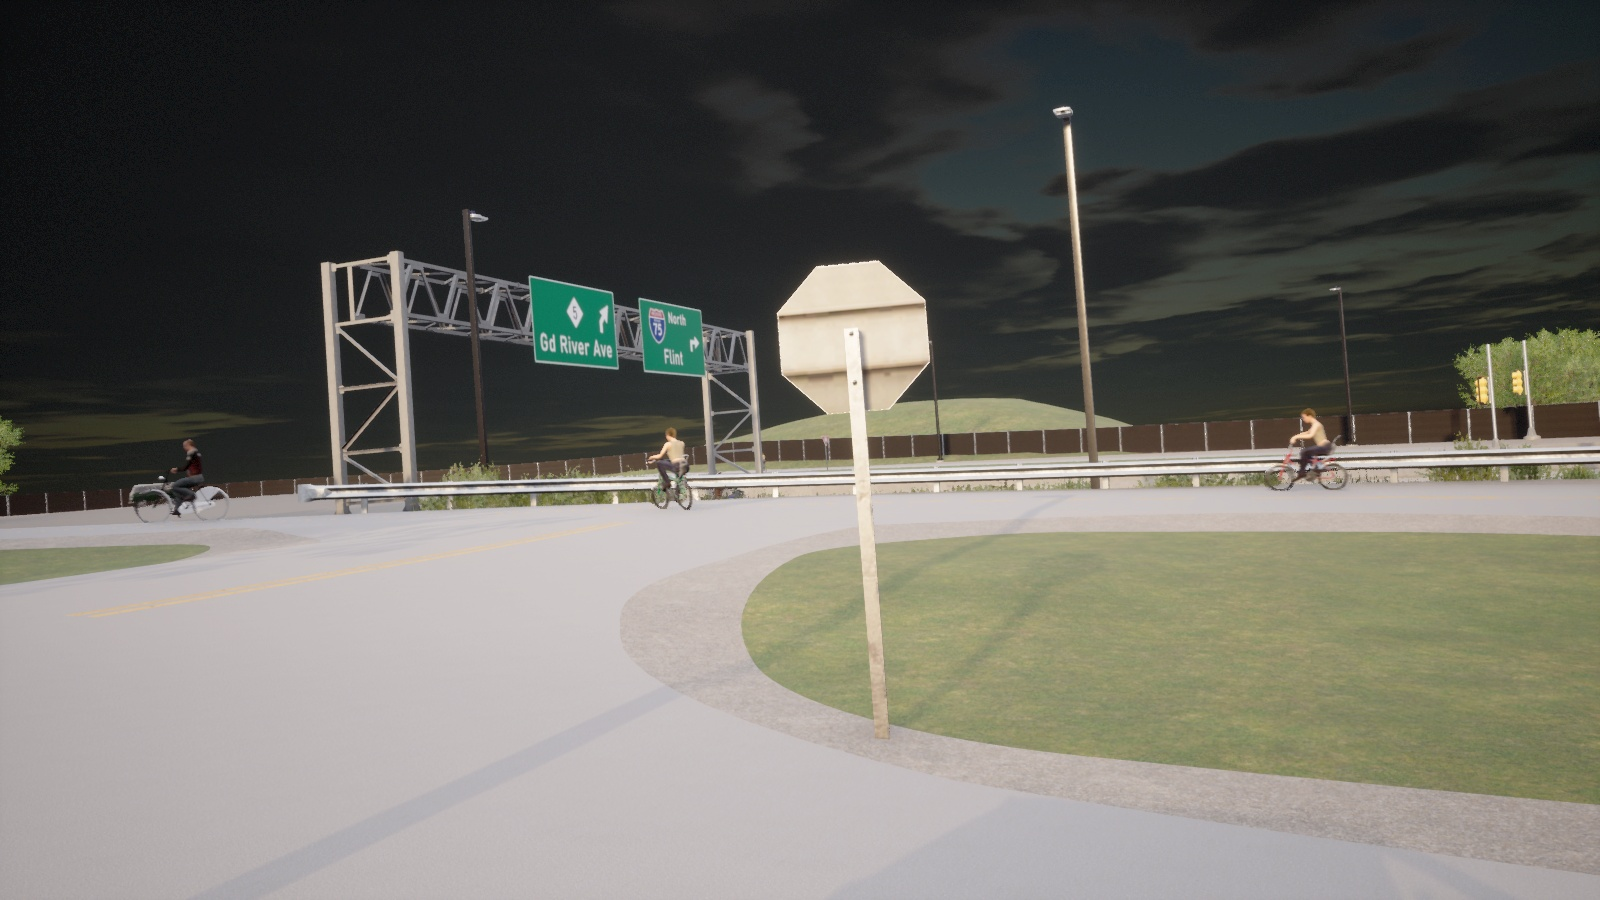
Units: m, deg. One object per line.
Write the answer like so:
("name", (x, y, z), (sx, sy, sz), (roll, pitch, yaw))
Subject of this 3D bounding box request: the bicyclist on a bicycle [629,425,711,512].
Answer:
("bicyclist on a bicycle", (-2.555, 0.358, 24.603), (0.866, 1.612, 1.509), (-4, 1, -36))

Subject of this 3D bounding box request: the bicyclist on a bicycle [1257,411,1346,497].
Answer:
("bicyclist on a bicycle", (9.762, 0.082, 24.449), (1.509, 1.612, 0.866), (-1, 1, 26))

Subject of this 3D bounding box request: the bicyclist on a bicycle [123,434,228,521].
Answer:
("bicyclist on a bicycle", (-13.182, 0.576, 26.555), (1.843, 1.776, 0.659), (-1, -1, -11))

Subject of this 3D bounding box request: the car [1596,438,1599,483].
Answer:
("car", (25.807, 0.238, 36.448), (4.181, 1.385, 1.994), (-3, 0, 21))
